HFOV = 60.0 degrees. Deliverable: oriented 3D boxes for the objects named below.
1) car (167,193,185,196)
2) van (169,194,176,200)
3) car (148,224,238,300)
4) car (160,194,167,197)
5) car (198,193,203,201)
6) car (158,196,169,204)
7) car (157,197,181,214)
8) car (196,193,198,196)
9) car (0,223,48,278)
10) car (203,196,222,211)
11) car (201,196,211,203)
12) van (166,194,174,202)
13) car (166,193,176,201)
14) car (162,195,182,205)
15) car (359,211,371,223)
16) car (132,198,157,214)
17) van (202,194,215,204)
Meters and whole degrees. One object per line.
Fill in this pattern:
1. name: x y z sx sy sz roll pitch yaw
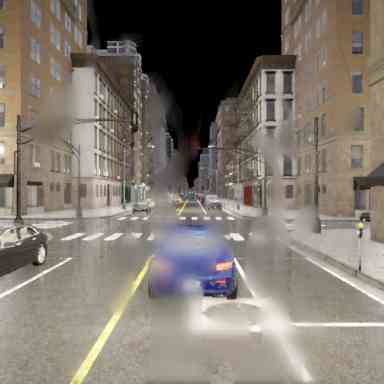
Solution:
1. car: -2.695 1.471 56.579 1.882 1.535 5.008 0 0 1
2. van: -5.272 1.331 89.779 1.690 1.788 3.998 0 0 0
3. car: 0.034 1.526 8.284 1.812 1.442 4.674 0 0 1
4. car: -5.302 1.433 57.342 1.967 1.590 4.097 0 0 0
5. car: 2.763 1.307 62.735 2.192 1.841 5.009 0 0 0
6. car: -5.298 1.518 62.578 1.752 1.417 4.829 0 0 0
7. car: -2.748 1.543 36.167 2.033 1.411 5.357 0 0 4
8. car: 2.831 1.534 95.172 1.887 1.381 4.507 0 0 0
9. car: -5.370 1.550 8.842 2.008 1.369 4.403 0 0 0
10. car: 2.717 1.546 41.110 2.008 1.369 4.403 0 0 0
11. car: 2.774 1.558 68.141 1.947 1.339 4.313 0 0 0
12. van: -5.282 1.332 78.967 1.690 1.788 3.998 0 0 0
13. car: -5.277 1.305 84.373 2.192 1.841 5.009 0 0 0
14. car: -2.719 1.520 46.338 1.812 1.442 4.674 0 0 1
15. car: 15.113 1.636 24.042 5.357 1.411 2.033 0 0 0
16. car: -5.322 1.547 35.717 2.008 1.369 4.403 0 0 0
17. van: 2.728 1.335 46.516 1.690 1.788 3.998 0 0 0
